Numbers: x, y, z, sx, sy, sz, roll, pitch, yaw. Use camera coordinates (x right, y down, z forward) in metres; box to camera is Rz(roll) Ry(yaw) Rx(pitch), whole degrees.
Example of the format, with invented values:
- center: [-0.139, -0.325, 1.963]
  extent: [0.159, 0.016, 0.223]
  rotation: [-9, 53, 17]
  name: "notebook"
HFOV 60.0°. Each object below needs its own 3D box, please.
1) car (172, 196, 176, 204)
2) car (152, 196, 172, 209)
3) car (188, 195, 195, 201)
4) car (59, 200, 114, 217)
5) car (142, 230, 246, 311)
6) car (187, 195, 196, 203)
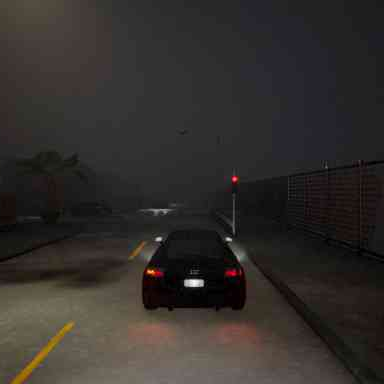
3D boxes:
- center: [-4.197, 1.477, 64.554]
  extent: [1.882, 1.535, 5.008]
  rotation: [0, 0, 0]
  name: "car"
- center: [-4.202, 1.563, 45.130]
  extent: [1.994, 1.385, 4.181]
  rotation: [0, 0, 0]
  name: "car"
- center: [-0.205, 1.524, 85.797]
  extent: [1.812, 1.442, 4.674]
  rotation: [0, 0, 0]
  name: "car"
- center: [-9.678, 1.507, 30.663]
  extent: [4.892, 1.490, 1.837]
  rotation: [0, 4, -13]
  name: "car"
- center: [0.045, 1.564, 7.827]
  extent: [1.994, 1.385, 4.181]
  rotation: [0, 0, 0]
  name: "car"
- center: [-0.124, 1.525, 72.223]
  extent: [1.812, 1.442, 4.674]
  rotation: [0, 0, 0]
  name: "car"
